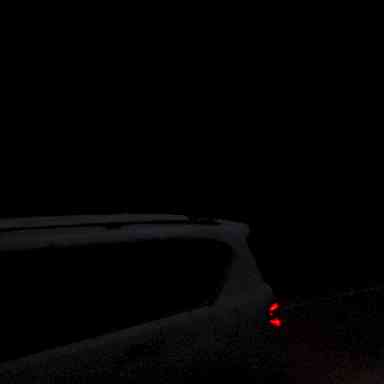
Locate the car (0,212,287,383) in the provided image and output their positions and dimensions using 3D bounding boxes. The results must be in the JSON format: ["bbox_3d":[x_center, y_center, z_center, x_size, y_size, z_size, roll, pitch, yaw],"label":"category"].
[{"bbox_3d":[-1.763,1.217,2.292,5.566,2.045,2.150,1,-1,-34],"label":"car"}]
